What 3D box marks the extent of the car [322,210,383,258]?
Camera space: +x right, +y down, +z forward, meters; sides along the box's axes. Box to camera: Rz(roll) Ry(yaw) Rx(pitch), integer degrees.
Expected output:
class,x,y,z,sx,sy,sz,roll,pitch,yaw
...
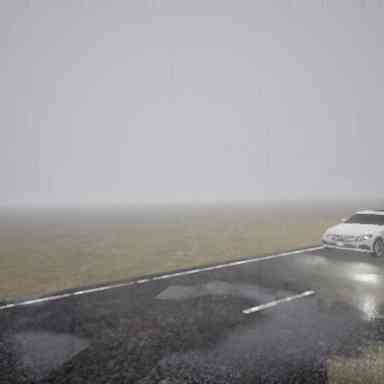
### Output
class,x,y,z,sx,sy,sz,roll,pitch,yaw
car,6.864,1.431,12.504,4.674,1.442,1.812,-1,0,-35
